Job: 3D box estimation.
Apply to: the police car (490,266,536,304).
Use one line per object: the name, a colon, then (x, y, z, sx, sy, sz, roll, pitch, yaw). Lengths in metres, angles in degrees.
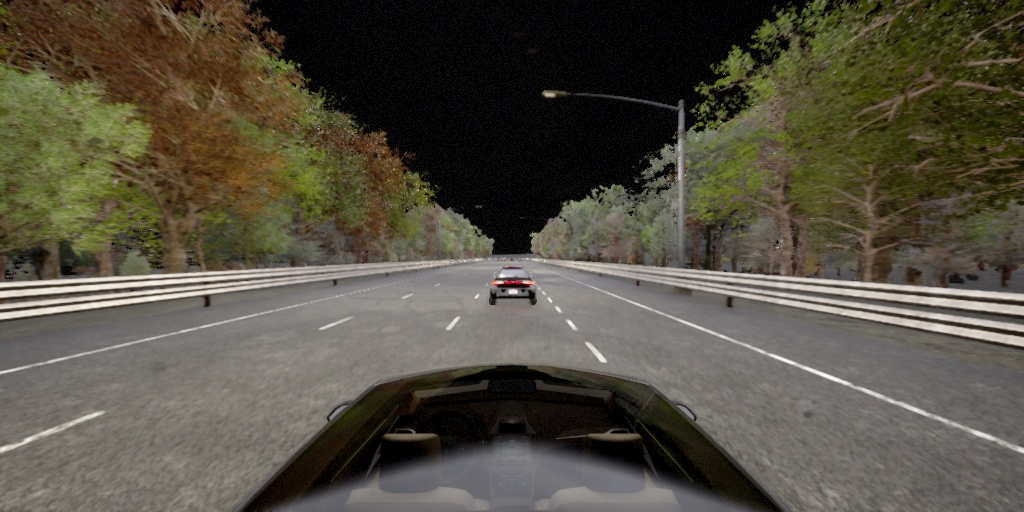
police car: (0.036, 1.249, 16.701, 2.038, 1.542, 4.974, 0, 0, 0)
